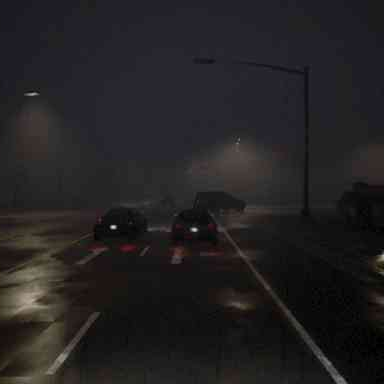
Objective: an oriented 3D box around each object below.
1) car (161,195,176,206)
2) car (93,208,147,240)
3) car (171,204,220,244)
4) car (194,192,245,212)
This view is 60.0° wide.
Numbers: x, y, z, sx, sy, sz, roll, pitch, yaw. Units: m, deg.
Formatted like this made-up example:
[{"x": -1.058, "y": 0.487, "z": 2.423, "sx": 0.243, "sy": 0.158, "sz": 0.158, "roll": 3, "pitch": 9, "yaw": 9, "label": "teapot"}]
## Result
[{"x": -3.395, "y": 1.147, "z": 47.876, "sx": 1.837, "sy": 1.490, "sz": 4.892, "roll": 0, "pitch": 1, "yaw": 0, "label": "car"}, {"x": -3.397, "y": 1.475, "z": 16.379, "sx": 1.994, "sy": 1.385, "sz": 4.181, "roll": 0, "pitch": 0, "yaw": 0, "label": "car"}, {"x": 0.101, "y": 1.483, "z": 15.442, "sx": 1.994, "sy": 1.385, "sz": 4.181, "roll": 0, "pitch": 0, "yaw": 0, "label": "car"}, {"x": 2.736, "y": 0.992, "z": 32.700, "sx": 5.566, "sy": 2.045, "sz": 2.150, "roll": 0, "pitch": -2, "yaw": -37, "label": "car"}]
